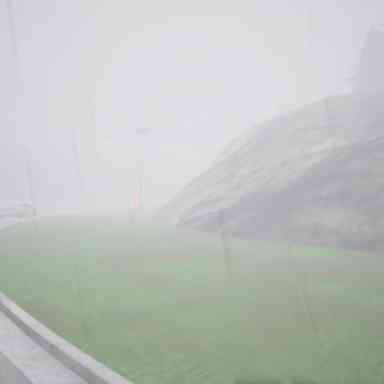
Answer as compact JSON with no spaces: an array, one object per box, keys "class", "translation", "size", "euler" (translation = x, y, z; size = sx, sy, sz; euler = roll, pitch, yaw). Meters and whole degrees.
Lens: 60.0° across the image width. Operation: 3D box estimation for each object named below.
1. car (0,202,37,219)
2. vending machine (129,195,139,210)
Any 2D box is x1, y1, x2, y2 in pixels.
[{"class":"car","translation":[-16.066,1.676,30.852],"size":[1.812,1.442,4.674],"euler":[0,0,-3]},{"class":"vending machine","translation":[-8.456,1.533,48.833],"size":[1.100,2.100,0.880],"euler":[0,-1,26]}]
